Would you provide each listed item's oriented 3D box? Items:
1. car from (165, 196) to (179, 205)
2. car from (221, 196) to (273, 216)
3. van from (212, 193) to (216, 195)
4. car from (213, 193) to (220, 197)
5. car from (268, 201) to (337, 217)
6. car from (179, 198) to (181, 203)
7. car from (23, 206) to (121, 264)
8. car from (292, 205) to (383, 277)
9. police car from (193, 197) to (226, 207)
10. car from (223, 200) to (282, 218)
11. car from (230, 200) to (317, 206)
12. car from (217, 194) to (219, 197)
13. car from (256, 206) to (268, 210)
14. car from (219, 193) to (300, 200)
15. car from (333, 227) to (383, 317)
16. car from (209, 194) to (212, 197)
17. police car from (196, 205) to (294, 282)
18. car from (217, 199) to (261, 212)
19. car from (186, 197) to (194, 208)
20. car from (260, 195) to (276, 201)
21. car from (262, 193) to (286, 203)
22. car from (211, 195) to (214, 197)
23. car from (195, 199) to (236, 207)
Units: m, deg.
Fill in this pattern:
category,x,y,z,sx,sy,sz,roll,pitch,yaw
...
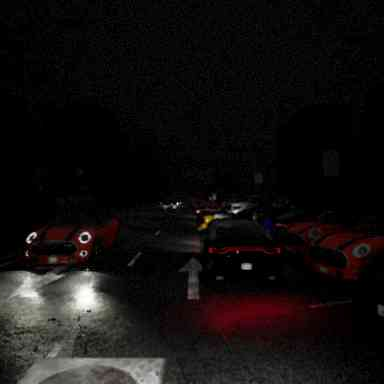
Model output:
category,x,y,z,sx,sy,sz,roll,pitch,yaw
car,-3.828,1.543,59.839,1.882,1.535,5.008,0,0,1
car,5.454,1.363,33.000,4.553,1.767,2.185,1,0,-20
van,5.670,1.298,48.066,4.442,1.987,1.878,1,0,-20
car,5.568,1.383,42.018,4.553,1.767,2.185,1,0,-20
car,5.391,1.350,11.994,4.553,1.767,2.185,1,0,-20
car,-3.561,1.673,72.812,1.994,1.385,4.181,0,0,5
car,-3.947,1.342,11.682,2.097,1.767,4.553,0,0,0
car,5.375,1.352,8.993,4.553,1.767,2.185,1,0,-20
police car,1.282,1.420,25.824,1.930,1.638,5.238,0,0,0
car,5.442,1.514,29.985,4.792,1.488,2.163,1,0,-20
car,5.237,1.471,20.927,5.366,1.575,1.946,1,0,-20
car,5.471,1.369,36.001,4.553,1.767,2.185,1,0,-20
car,5.372,1.515,14.991,4.674,1.452,2.002,1,0,-20
car,5.426,1.229,26.986,5.566,2.045,2.435,1,0,-20
car,5.300,1.508,5.973,4.792,1.488,2.163,1,0,-20
car,5.401,1.531,53.965,5.366,1.575,1.946,1,0,-20
police car,1.199,1.416,9.824,1.930,1.638,5.238,0,0,0
car,5.520,1.541,39.009,4.674,1.452,2.002,1,0,-20
car,0.201,1.514,47.796,1.882,1.535,5.008,0,0,1
car,21.282,1.676,93.059,2.163,1.488,4.792,0,-1,-21
car,18.628,1.348,76.008,2.435,2.045,5.566,0,1,-21
car,5.540,1.515,45.021,5.008,1.535,2.097,1,0,-20
car,1.250,1.446,19.904,1.801,1.575,5.366,0,0,0
